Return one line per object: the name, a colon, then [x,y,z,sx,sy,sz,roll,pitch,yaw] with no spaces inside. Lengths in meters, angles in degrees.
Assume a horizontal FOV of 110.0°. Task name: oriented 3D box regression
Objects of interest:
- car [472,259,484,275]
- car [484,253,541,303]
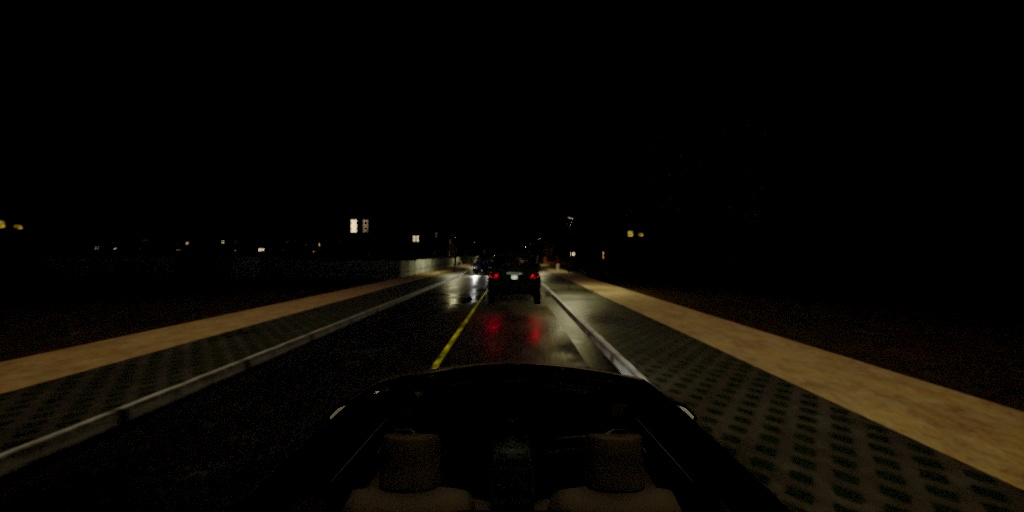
car: [-2.812,1.063,35.963,1.812,1.442,4.674,0,0,0]
car: [0.096,0.885,16.329,2.150,2.045,5.566,0,0,0]
